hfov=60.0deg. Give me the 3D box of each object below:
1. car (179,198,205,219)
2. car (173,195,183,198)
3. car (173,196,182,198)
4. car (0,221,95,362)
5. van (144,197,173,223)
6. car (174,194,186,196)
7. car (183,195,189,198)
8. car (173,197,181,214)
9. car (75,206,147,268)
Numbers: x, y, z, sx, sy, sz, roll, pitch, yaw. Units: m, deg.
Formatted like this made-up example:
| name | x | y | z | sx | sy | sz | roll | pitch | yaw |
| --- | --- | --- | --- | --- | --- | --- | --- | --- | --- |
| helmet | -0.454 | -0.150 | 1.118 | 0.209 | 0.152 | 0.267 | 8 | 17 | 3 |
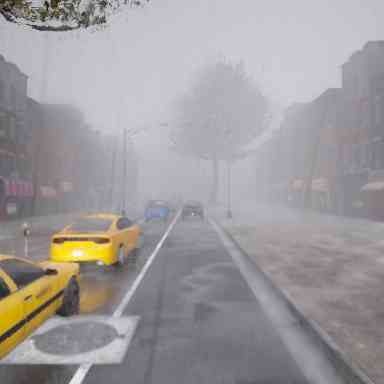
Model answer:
| name | x | y | z | sx | sy | sz | roll | pitch | yaw |
| --- | --- | --- | --- | --- | --- | --- | --- | --- | --- |
| car | 0.077 | 1.518 | 28.953 | 1.837 | 1.490 | 4.892 | 0 | 0 | 1 |
| car | -2.612 | 1.577 | 47.613 | 1.887 | 1.381 | 4.507 | 2 | 0 | 0 |
| car | -2.612 | 1.551 | 41.908 | 1.752 | 1.417 | 4.829 | 2 | 0 | 0 |
| car | -3.024 | 1.457 | 4.438 | 1.801 | 1.575 | 5.366 | 0 | 0 | 0 |
| van | -2.609 | 1.351 | 25.473 | 1.690 | 1.788 | 3.998 | 2 | 0 | 0 |
| car | -2.605 | 1.364 | 58.684 | 2.192 | 1.841 | 5.009 | 1 | 0 | 0 |
| car | 0.075 | 1.507 | 45.476 | 1.882 | 1.535 | 5.008 | 0 | 0 | 0 |
| car | -2.614 | 1.586 | 36.543 | 1.947 | 1.339 | 4.313 | 2 | 0 | 0 |
| car | -2.976 | 1.479 | 11.339 | 1.882 | 1.535 | 5.008 | 0 | 0 | 2 |
